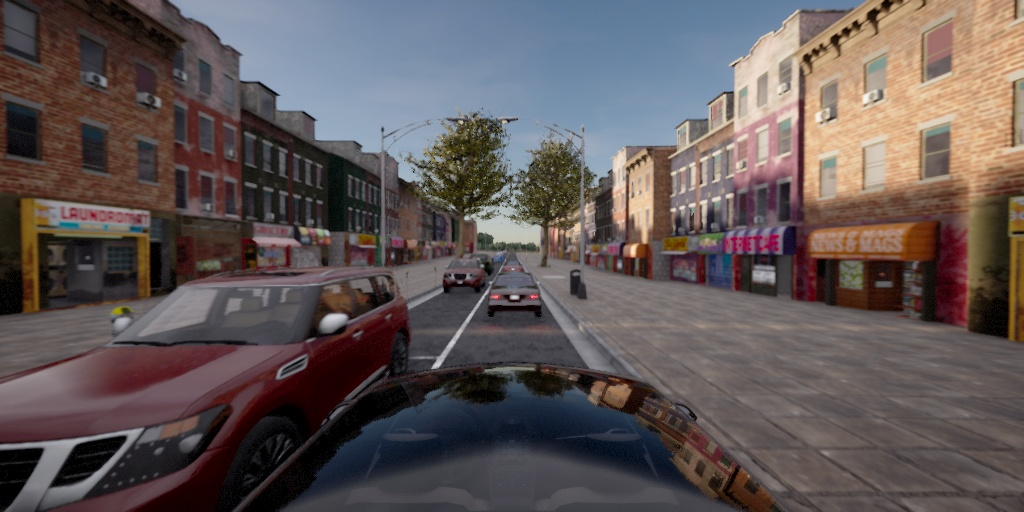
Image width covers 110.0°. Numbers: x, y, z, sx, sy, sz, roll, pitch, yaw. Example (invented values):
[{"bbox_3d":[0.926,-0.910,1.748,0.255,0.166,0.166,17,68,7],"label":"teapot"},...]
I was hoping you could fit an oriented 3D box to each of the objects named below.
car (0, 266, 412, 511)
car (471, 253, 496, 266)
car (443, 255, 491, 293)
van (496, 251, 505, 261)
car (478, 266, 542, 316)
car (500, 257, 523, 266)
[{"bbox_3d":[-2.639,1.071,4.133,2.192,1.841,5.009,0,0,0],"label":"car"},{"bbox_3d":[-2.979,0.766,34.770,2.150,2.045,5.566,0,1,0],"label":"car"},{"bbox_3d":[-2.638,1.016,20.777,2.192,1.841,5.009,0,0,0],"label":"car"},{"bbox_3d":[-2.633,0.310,65.149,1.690,1.789,3.998,0,0,0],"label":"van"},{"bbox_3d":[0.088,1.293,13.401,2.033,1.411,5.357,0,0,0],"label":"car"},{"bbox_3d":[0.094,1.119,33.564,1.994,1.385,4.181,0,1,0],"label":"car"}]
